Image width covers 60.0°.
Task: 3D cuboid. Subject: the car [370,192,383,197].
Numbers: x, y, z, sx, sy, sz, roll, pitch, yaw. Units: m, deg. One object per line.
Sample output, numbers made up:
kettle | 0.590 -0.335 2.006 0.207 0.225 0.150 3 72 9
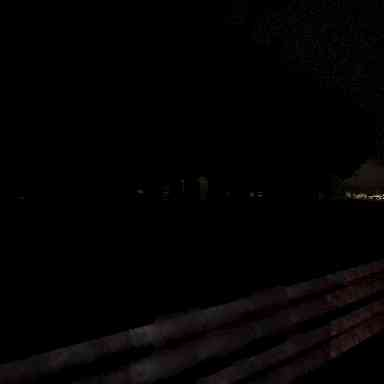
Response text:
car | 38.369 0.741 68.760 1.994 1.385 4.181 0 1 16
